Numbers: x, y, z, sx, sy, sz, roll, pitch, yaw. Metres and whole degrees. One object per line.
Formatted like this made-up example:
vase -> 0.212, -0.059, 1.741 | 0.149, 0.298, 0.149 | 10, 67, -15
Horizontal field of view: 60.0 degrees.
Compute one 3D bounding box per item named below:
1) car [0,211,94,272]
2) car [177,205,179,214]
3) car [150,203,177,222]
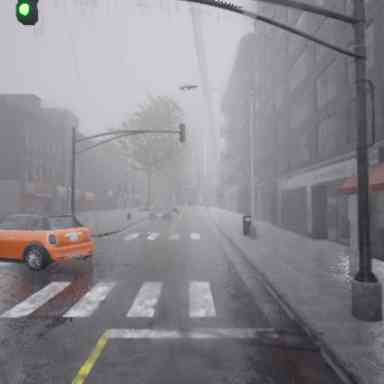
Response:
car -> -5.638, 1.503, 11.356 | 4.553, 1.767, 2.097 | -1, -2, 25
car -> -2.838, 2.275, 47.109 | 1.837, 1.490, 4.892 | 0, -1, 0
car -> -2.851, 1.954, 31.517 | 2.128, 1.511, 4.902 | 0, -1, 0
